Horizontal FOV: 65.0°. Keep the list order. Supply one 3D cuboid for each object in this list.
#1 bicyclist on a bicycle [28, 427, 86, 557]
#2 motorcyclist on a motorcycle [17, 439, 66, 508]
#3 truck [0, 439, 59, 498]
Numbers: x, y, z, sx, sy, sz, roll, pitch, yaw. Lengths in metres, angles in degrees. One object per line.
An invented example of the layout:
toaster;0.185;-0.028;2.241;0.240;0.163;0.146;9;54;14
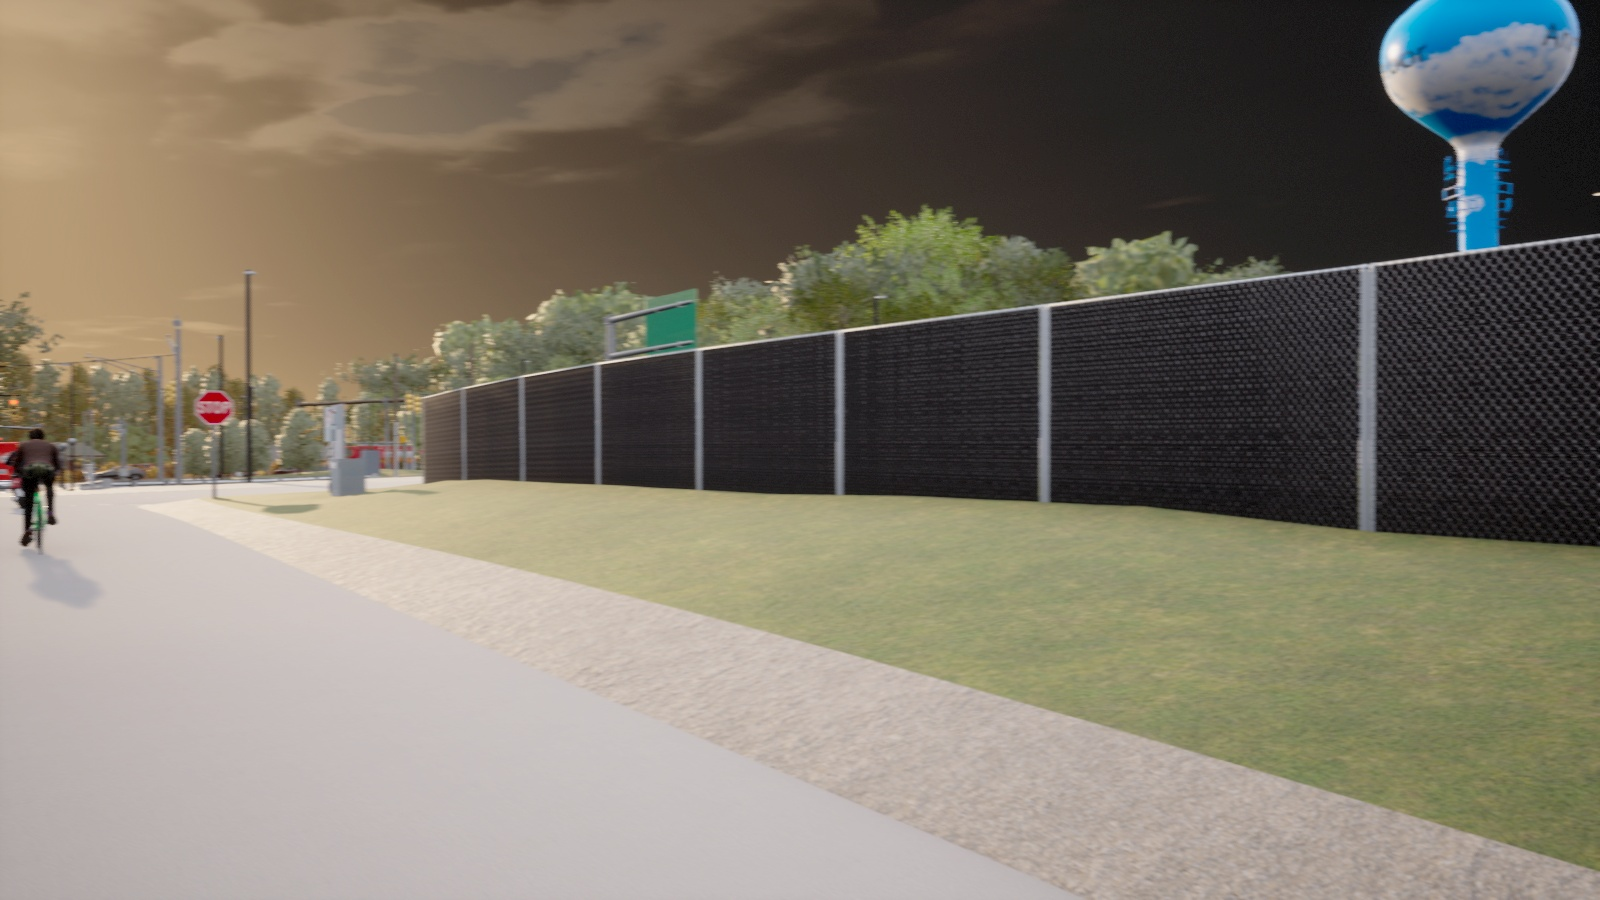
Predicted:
bicyclist on a bicycle;-9.773;0.512;16.500;0.582;1.620;1.656;-1;1;-32
motorcyclist on a motorcycle;-18.121;0.558;30.036;0.866;1.590;1.817;0;0;-27
truck;-35.662;0.895;57.662;2.627;2.467;5.204;-2;-1;-32
